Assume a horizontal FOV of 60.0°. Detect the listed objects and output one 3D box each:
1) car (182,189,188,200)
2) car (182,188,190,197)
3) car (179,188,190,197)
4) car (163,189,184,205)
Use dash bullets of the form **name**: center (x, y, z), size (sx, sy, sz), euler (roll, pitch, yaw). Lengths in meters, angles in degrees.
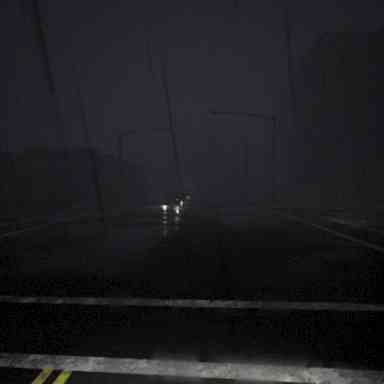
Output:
- **car**: center (-2.117, 0.656, 50.523), size (1.994, 1.385, 4.181), euler (0, 1, 2)
- **car**: center (-1.817, 0.443, 59.379), size (2.033, 1.411, 5.357), euler (0, 1, 2)
- **car**: center (-1.497, 0.021, 69.567), size (2.097, 1.767, 4.553), euler (0, 1, 2)
- **car**: center (-2.399, 0.794, 41.640), size (1.837, 1.490, 4.892), euler (0, 1, 2)
